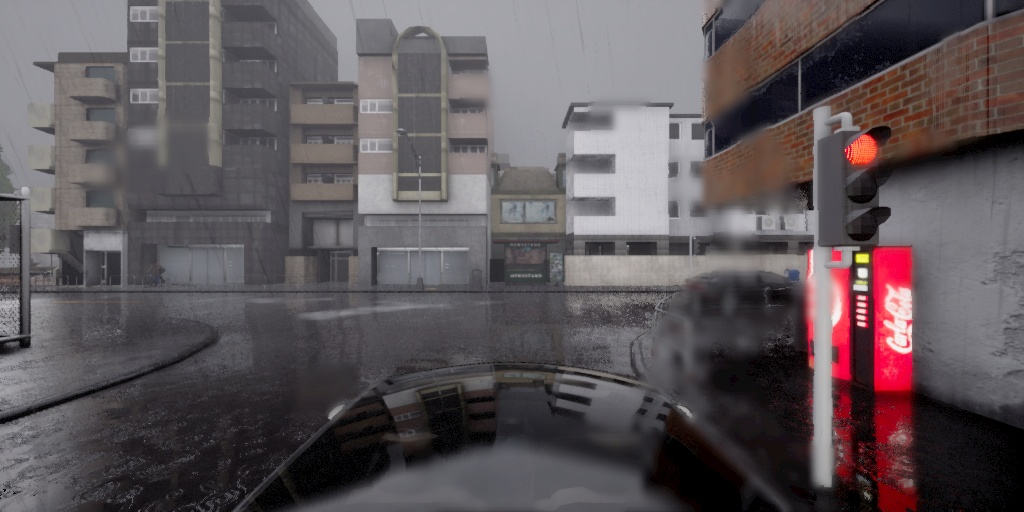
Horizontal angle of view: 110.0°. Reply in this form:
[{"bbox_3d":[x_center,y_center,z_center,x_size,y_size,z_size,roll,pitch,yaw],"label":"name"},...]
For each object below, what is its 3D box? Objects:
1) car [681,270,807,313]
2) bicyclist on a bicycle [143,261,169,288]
[{"bbox_3d":[8.958,1.255,13.363,4.892,1.490,1.837,0,0,0],"label":"car"},{"bbox_3d":[-21.609,1.099,21.745,0.582,1.620,1.656,0,0,0],"label":"bicyclist on a bicycle"}]
